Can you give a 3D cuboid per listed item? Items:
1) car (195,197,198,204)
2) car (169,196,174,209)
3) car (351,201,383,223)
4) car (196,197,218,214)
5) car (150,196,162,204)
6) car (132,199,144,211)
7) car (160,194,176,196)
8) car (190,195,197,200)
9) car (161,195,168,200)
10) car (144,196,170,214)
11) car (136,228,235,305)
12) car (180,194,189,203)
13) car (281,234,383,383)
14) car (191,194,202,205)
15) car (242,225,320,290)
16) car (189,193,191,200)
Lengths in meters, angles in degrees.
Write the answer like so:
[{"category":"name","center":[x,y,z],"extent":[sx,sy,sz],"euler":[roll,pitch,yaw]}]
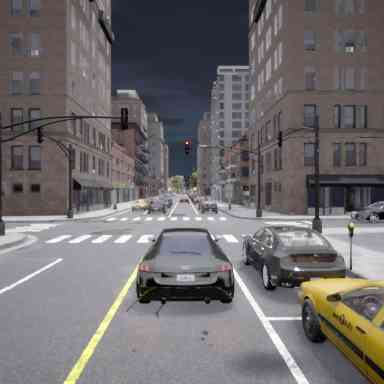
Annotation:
[{"category":"car","center":[1.657,1.581,41.405],"extent":[1.802,1.307,4.206],"euler":[0,0,-1]},{"category":"car","center":[-3.931,1.562,45.883],"extent":[1.994,1.385,4.181],"euler":[0,0,-2]},{"category":"car","center":[13.941,1.402,23.793],"extent":[4.902,1.511,2.128],"euler":[0,0,-3]},{"category":"car","center":[1.796,1.550,35.725],"extent":[2.008,1.369,4.403],"euler":[0,0,-1]},{"category":"car","center":[-6.920,1.544,63.926],"extent":[2.008,1.369,4.403],"euler":[0,0,-1]},{"category":"car","center":[-6.361,1.524,41.037],"extent":[1.752,1.417,4.829],"euler":[0,0,-1]},{"category":"car","center":[-4.182,1.543,56.248],"extent":[2.033,1.411,5.357],"euler":[0,0,-2]},{"category":"car","center":[0.404,1.510,92.695],"extent":[1.752,1.417,4.829],"euler":[0,0,-1]},{"category":"car","center":[-7.614,1.567,92.323],"extent":[1.802,1.307,4.206],"euler":[0,0,-1]},{"category":"car","center":[-3.688,1.504,35.980],"extent":[1.837,1.490,4.892],"euler":[0,0,-1]},{"category":"car","center":[-0.167,1.564,8.188],"extent":[1.994,1.385,4.181],"euler":[0,0,-1]},{"category":"car","center":[-1.586,1.592,70.145],"extent":[1.895,1.301,4.718],"euler":[0,0,-1]},{"category":"car","center":[2.587,1.525,3.622],"extent":[1.752,1.417,4.829],"euler":[0,0,-1]},{"category":"car","center":[1.241,1.435,58.445],"extent":[1.967,1.590,4.097],"euler":[0,0,-1]},{"category":"car","center":[2.454,1.551,8.857],"extent":[2.008,1.369,4.403],"euler":[0,0,-1]},{"category":"car","center":[0.963,1.307,69.805],"extent":[2.192,1.841,5.009],"euler":[0,0,-1]}]
